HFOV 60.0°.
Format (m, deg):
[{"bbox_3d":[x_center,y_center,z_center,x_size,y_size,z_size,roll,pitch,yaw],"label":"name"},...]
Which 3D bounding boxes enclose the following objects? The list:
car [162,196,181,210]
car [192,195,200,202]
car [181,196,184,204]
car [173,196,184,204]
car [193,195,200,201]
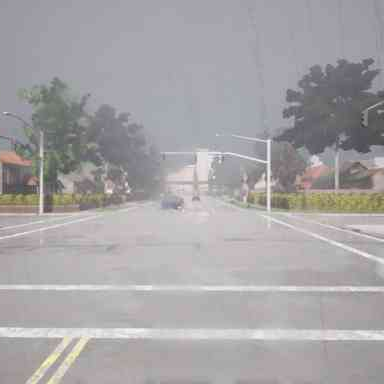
[{"bbox_3d":[-2.847,1.478,43.235,1.882,1.535,5.008,0,0,0],"label":"car"},{"bbox_3d":[1.008,1.500,79.044,1.837,1.490,4.892,0,0,0],"label":"car"},{"bbox_3d":[-2.775,1.352,52.587,2.097,1.767,4.553,0,0,0],"label":"car"},{"bbox_3d":[-2.619,1.548,66.018,2.033,1.411,5.357,0,0,1],"label":"car"},{"bbox_3d":[1.082,1.514,89.442,1.812,1.442,4.674,0,0,0],"label":"car"}]
